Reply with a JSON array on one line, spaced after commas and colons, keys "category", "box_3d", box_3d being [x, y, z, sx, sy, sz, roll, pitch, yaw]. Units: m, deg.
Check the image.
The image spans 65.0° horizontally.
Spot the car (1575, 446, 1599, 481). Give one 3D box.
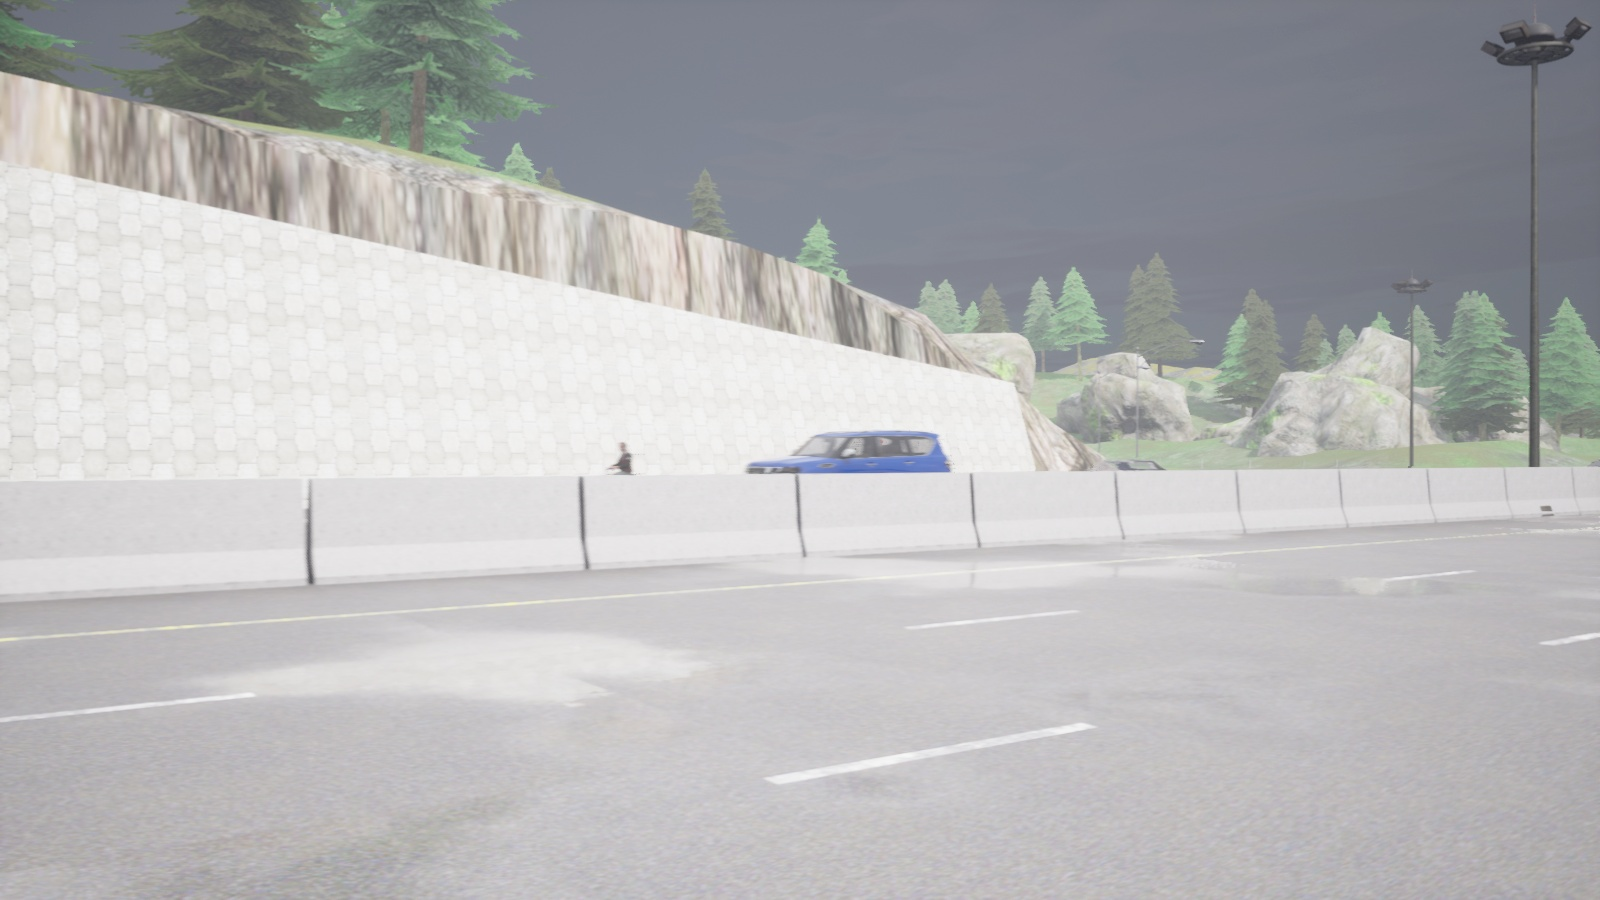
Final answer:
[{"category": "car", "box_3d": [40.283, 0.655, 61.548, 4.611, 1.667, 2.242, 0, 0, -35]}]

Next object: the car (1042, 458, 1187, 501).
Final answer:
[{"category": "car", "box_3d": [10.207, 0.923, 40.613, 4.718, 1.301, 1.895, 0, 0, -35]}]

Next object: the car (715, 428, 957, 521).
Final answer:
[{"category": "car", "box_3d": [0.934, 0.534, 29.896, 5.566, 2.045, 2.150, 0, 0, -35]}]
